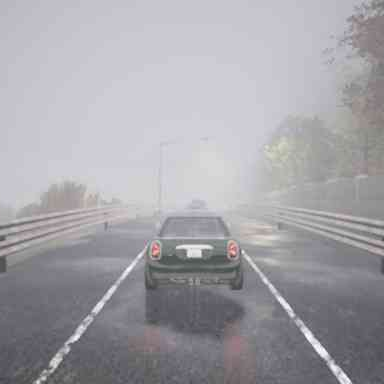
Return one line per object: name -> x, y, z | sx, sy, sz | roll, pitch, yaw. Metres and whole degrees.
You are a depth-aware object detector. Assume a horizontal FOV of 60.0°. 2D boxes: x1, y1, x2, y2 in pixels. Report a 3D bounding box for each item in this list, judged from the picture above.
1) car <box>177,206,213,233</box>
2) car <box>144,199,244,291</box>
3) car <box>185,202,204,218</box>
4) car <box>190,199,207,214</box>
car -> 0.169, 1.521, 19.806 | 1.895, 1.301, 4.718 | 0, -1, 0
car -> 0.034, 1.227, 8.801 | 2.097, 1.767, 4.553 | 0, 0, 0
car -> 0.314, 1.825, 34.228 | 1.837, 1.490, 4.892 | 0, -2, 2
car -> 1.011, 2.123, 47.876 | 2.150, 2.045, 5.566 | 0, -2, 3
